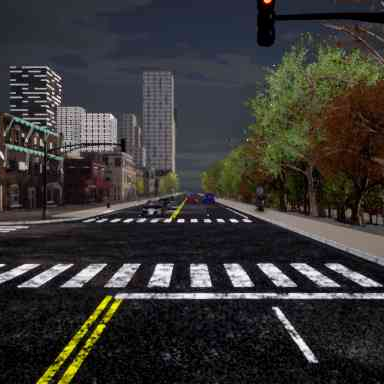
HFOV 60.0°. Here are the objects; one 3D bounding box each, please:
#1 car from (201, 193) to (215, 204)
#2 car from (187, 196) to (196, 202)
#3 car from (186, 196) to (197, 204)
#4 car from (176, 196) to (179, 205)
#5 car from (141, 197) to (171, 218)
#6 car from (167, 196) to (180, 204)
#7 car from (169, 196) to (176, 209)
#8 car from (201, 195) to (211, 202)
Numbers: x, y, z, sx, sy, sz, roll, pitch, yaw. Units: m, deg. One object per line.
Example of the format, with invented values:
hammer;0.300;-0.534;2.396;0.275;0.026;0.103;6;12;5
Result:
car;3.200;1.197;63.818;2.150;2.045;5.566;0;0;0
car;-0.172;1.523;74.151;1.994;1.385;4.181;0;0;0
car;-0.043;1.539;64.199;1.994;1.385;4.181;0;0;-1
car;-3.457;1.486;53.146;1.837;1.490;4.892;0;0;0
car;-3.418;1.483;30.313;2.128;1.511;4.902;0;0;0
car;-3.443;1.467;63.548;2.128;1.511;4.902;0;0;1
car;-3.440;1.492;42.233;1.837;1.490;4.892;0;0;0
car;3.072;1.447;74.393;1.882;1.535;5.008;0;0;0
